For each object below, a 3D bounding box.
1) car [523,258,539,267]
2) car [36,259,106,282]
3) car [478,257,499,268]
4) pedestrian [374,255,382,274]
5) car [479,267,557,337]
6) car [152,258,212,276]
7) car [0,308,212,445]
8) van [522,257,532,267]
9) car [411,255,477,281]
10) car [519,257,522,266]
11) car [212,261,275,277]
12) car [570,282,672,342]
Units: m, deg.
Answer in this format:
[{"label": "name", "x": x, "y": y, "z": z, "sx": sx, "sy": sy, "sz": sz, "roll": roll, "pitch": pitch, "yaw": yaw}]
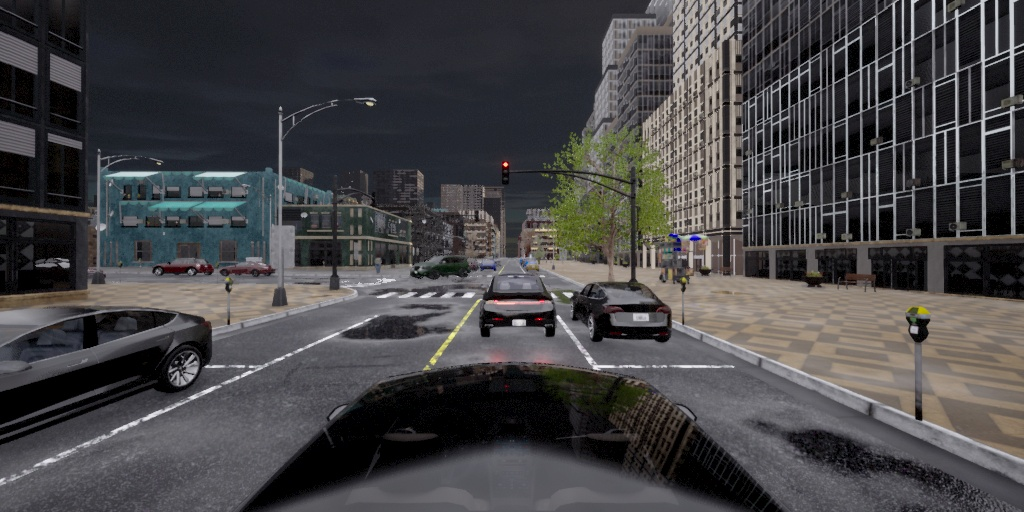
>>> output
[{"label": "car", "x": 2.712, "y": 1.280, "z": 47.771, "sx": 1.751, "sy": 1.417, "sz": 4.829, "roll": 0, "pitch": 0, "yaw": 0}, {"label": "car", "x": -28.241, "y": 0.981, "z": 22.519, "sx": 4.207, "sy": 1.307, "sz": 1.802, "roll": 0, "pitch": 0, "yaw": -1}, {"label": "car", "x": -3.075, "y": 1.233, "z": 47.543, "sx": 1.882, "sy": 1.535, "sz": 5.008, "roll": 0, "pitch": 0, "yaw": 0}, {"label": "pedestrian", "x": -12.734, "y": 0.790, "z": 34.060, "sx": 0.375, "sy": 1.860, "sz": 0.375, "roll": 0, "pitch": -1, "yaw": -1}, {"label": "car", "x": 0.115, "y": 1.242, "z": 10.243, "sx": 2.128, "sy": 1.511, "sz": 4.902, "roll": 0, "pitch": 0, "yaw": -1}, {"label": "car", "x": -28.355, "y": 0.880, "z": 30.898, "sx": 4.097, "sy": 1.591, "sz": 1.967, "roll": 0, "pitch": 0, "yaw": -1}, {"label": "car", "x": -5.689, "y": 1.316, "z": 4.036, "sx": 1.948, "sy": 1.339, "sz": 4.313, "roll": 0, "pitch": 0, "yaw": 0}, {"label": "van", "x": 2.715, "y": 1.096, "z": 53.153, "sx": 1.690, "sy": 1.789, "sz": 3.998, "roll": 0, "pitch": 0, "yaw": 0}, {"label": "car", "x": -6.011, "y": 0.974, "z": 30.998, "sx": 2.150, "sy": 2.045, "sz": 5.566, "roll": 2, "pitch": 1, "yaw": 38}, {"label": "car", "x": 2.720, "y": 1.308, "z": 64.255, "sx": 2.007, "sy": 1.370, "sz": 4.403, "roll": 0, "pitch": 0, "yaw": 0}, {"label": "car", "x": -22.807, "y": 1.091, "z": 30.973, "sx": 4.207, "sy": 1.307, "sz": 1.802, "roll": 0, "pitch": 0, "yaw": -1}, {"label": "car", "x": 2.694, "y": 1.316, "z": 9.572, "sx": 1.948, "sy": 1.339, "sz": 4.313, "roll": 0, "pitch": 0, "yaw": 0}]
